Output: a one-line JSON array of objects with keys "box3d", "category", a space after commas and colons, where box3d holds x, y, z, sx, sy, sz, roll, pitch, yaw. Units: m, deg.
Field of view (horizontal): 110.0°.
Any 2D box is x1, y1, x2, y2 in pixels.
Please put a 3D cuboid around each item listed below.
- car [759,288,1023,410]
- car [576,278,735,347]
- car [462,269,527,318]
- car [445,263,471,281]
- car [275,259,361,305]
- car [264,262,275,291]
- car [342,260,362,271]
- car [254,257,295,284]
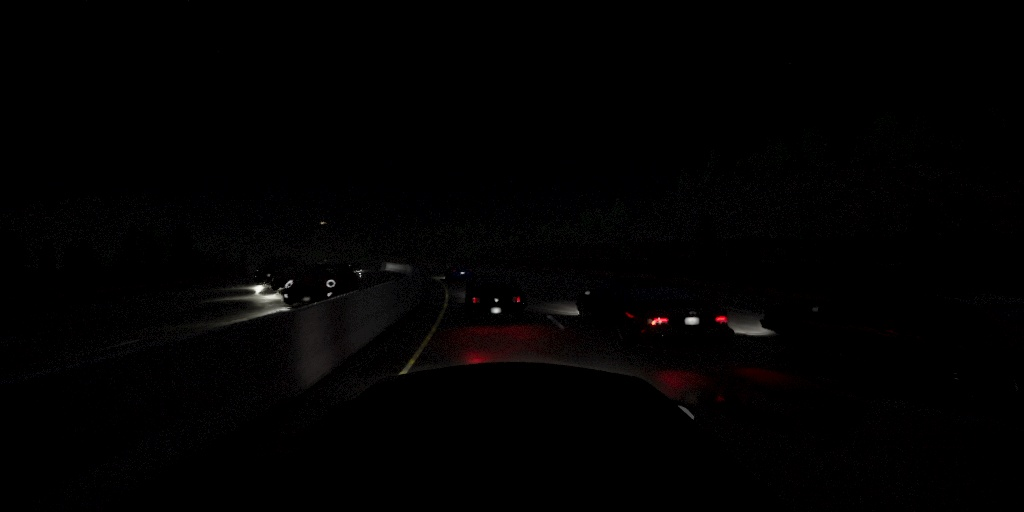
[{"box3d": [6.888, 1.250, 6.023, 2.033, 1.411, 5.357, 0, 0, -3], "category": "car"}, {"box3d": [3.172, 1.265, 9.245, 2.033, 1.411, 5.357, 0, 0, -5], "category": "car"}, {"box3d": [-0.732, 1.336, 12.903, 1.895, 1.301, 4.718, 0, 0, -7], "category": "car"}, {"box3d": [-4.418, 1.294, 29.923, 1.994, 1.385, 4.181, -1, 0, -16], "category": "car"}, {"box3d": [-8.573, 1.136, 16.480, 2.097, 1.767, 4.553, 0, 0, -10], "category": "car"}, {"box3d": [-13.474, 1.294, 22.759, 1.882, 1.535, 5.008, 0, 0, -15], "category": "car"}, {"box3d": [-24.374, 1.377, 54.474, 1.837, 1.490, 4.892, -1, 0, -34], "category": "car"}, {"box3d": [-19.120, 1.081, 29.394, 2.150, 2.045, 5.566, 0, 0, -20], "category": "car"}]
